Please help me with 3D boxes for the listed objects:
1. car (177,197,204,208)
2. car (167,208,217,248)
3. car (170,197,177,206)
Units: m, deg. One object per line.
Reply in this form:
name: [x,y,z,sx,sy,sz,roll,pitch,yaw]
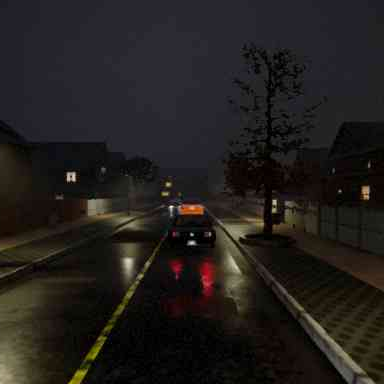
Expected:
car: [0.000,1.389,29.624,2.097,1.767,4.553,0,0,0]
car: [0.000,1.618,14.682,1.895,1.301,4.718,0,0,0]
car: [-2.749,1.677,57.743,1.812,1.442,4.674,0,0,0]
